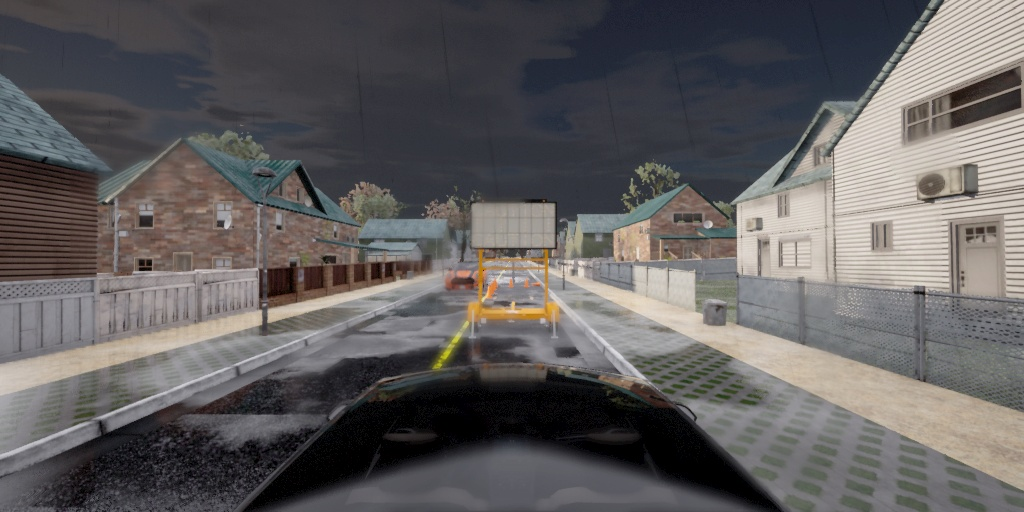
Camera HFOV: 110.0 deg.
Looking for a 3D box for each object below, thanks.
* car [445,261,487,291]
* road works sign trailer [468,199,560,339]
[{"bbox_3d":[-2.652,1.107,21.558,2.097,1.767,4.553,0,0,0],"label":"car"},{"bbox_3d":[0.042,0.217,10.112,2.380,3.560,2.880,0,0,0],"label":"road works sign trailer"}]
